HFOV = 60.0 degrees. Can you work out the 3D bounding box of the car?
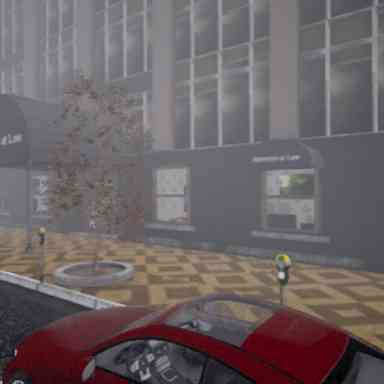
[{"bbox_3d":[0.089,1.581,2.810,4.206,1.307,1.802,0,0,35],"label":"car"}]
